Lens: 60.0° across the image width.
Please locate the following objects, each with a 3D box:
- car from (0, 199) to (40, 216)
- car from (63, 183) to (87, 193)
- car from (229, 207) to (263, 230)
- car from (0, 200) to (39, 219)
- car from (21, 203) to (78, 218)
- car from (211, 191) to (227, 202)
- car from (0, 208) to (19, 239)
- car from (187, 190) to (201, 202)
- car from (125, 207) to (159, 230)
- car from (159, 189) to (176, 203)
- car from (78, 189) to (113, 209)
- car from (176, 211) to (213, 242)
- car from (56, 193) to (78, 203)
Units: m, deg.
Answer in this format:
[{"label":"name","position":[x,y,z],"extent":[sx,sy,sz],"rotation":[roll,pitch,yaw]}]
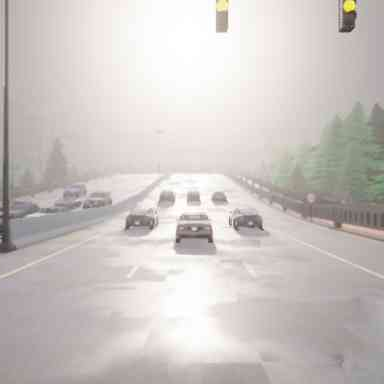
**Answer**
[{"label":"car","position":[-17.531,1.502,33.818],"extent":[1.895,1.301,4.718],"rotation":[0,3,1]},{"label":"car","position":[-17.370,-0.240,49.765],"extent":[2.150,2.045,5.566],"rotation":[0,6,1]},{"label":"car","position":[3.599,1.733,22.693],"extent":[1.812,1.442,4.674],"rotation":[0,0,0]},{"label":"car","position":[-14.042,1.677,27.768],"extent":[2.033,1.411,5.357],"rotation":[0,1,1]},{"label":"car","position":[-10.561,1.785,25.042],"extent":[1.895,1.301,4.718],"rotation":[0,1,0]},{"label":"car","position":[3.715,0.484,46.385],"extent":[1.994,1.385,4.181],"rotation":[0,6,0]},{"label":"car","position":[-10.580,1.702,15.467],"extent":[2.033,1.411,5.357],"rotation":[0,-1,0]},{"label":"car","position":[0.216,0.384,46.502],"extent":[1.882,1.535,5.008],"rotation":[0,6,0]},{"label":"car","position":[-3.388,1.733,22.931],"extent":[1.812,1.442,4.674],"rotation":[0,0,0]},{"label":"car","position":[-3.291,0.378,45.349],"extent":[2.097,1.767,4.553],"rotation":[0,6,0]},{"label":"car","position":[-10.493,0.898,37.546],"extent":[2.150,2.045,5.566],"rotation":[0,4,1]},{"label":"car","position":[0.109,1.721,17.416],"extent":[2.033,1.411,5.357],"rotation":[0,-1,0]},{"label":"car","position":[-13.994,1.227,37.811],"extent":[1.994,1.385,4.181],"rotation":[0,4,1]}]
